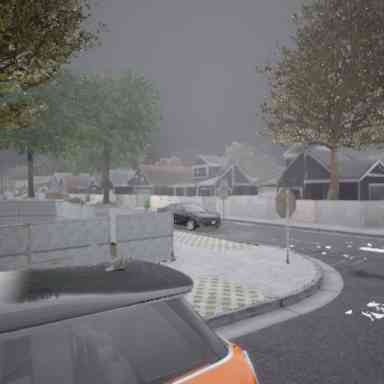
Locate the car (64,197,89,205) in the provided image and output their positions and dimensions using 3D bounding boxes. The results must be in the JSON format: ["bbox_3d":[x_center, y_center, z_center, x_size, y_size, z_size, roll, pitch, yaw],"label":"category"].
[{"bbox_3d":[-13.834,1.330,39.264,2.033,1.411,5.357,0,0,-35],"label":"car"}]

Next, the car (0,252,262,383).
[{"bbox_3d":[-1.698,1.351,1.737,4.553,1.767,2.097,0,0,-35],"label":"car"}]

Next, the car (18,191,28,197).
[{"bbox_3d":[-40.147,1.088,81.135,2.128,1.511,4.902,0,0,-35],"label":"car"}]

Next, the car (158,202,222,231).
[{"bbox_3d":[-0.264,1.374,20.140,1.882,1.535,5.008,0,0,-35],"label":"car"}]
